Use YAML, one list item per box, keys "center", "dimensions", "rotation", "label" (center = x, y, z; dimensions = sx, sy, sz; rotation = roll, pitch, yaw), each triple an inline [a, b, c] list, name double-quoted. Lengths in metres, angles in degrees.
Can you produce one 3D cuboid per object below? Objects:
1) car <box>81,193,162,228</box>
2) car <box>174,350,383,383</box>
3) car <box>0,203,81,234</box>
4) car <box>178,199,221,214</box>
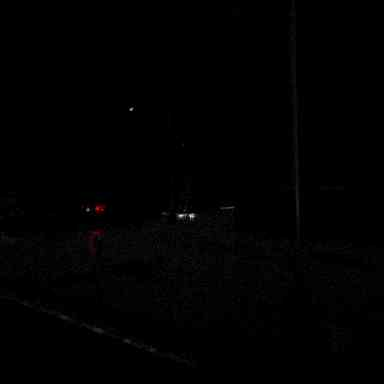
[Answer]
- center: [-4.331, 1.077, 21.059]
  dimensions: [2.150, 2.045, 5.566]
  rotation: [-1, 0, 36]
  label: "car"
- center: [1.641, 1.581, 1.655]
  dimensions: [4.206, 1.307, 1.802]
  rotation: [0, -1, 36]
  label: "car"
- center: [-9.252, 1.458, 19.267]
  dimensions: [1.837, 1.490, 4.892]
  rotation: [-1, 0, 36]
  label: "car"
- center: [0.866, 1.361, 33.320]
  dimensions: [2.033, 1.411, 5.357]
  rotation: [-1, 0, 36]
  label: "car"
